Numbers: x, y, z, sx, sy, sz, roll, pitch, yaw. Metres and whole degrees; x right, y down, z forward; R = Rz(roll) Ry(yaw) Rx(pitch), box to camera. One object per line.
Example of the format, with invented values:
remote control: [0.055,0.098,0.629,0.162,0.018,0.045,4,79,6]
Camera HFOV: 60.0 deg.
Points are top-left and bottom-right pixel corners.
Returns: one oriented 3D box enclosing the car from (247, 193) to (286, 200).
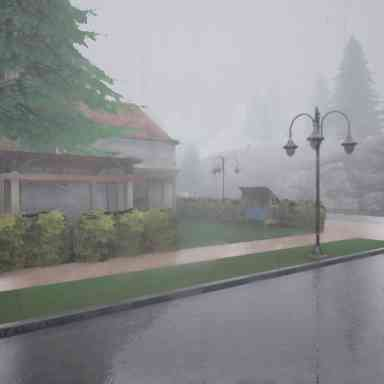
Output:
car: [7.249,1.059,30.862,2.150,2.045,5.566,0,0,-35]

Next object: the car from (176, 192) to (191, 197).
car: [-1.529,1.054,43.205,2.150,2.045,5.566,0,1,-35]
